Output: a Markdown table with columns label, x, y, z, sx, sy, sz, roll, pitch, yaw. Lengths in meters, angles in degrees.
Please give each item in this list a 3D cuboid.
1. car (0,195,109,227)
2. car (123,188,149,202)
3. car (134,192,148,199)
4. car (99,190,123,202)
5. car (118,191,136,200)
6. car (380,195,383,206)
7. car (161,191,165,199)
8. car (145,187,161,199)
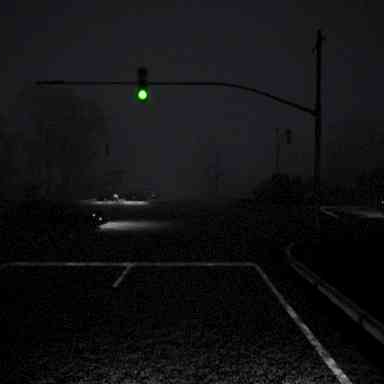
| label | x | y | z | sx | sy | sz | roll | pitch | yaw |
| --- | --- | --- | --- | --- | --- | --- | --- | --- | --- |
| car | -7.633 | 1.067 | 18.190 | 5.357 | 1.411 | 2.033 | 0 | 2 | 3 |
| car | -6.942 | 0.465 | 41.732 | 1.994 | 1.385 | 4.181 | 0 | 0 | 0 |
| car | -10.248 | 0.754 | 67.302 | 2.033 | 1.411 | 5.357 | 0 | -1 | 0 |
| car | -10.468 | 0.447 | 41.940 | 2.033 | 1.411 | 5.357 | 0 | 0 | -4 |
| car | -10.385 | 0.549 | 53.320 | 1.895 | 1.301 | 4.718 | 0 | -1 | 0 |
| car | 17.523 | 0.413 | 25.235 | 5.566 | 2.045 | 2.150 | -1 | 2 | 14 |
| car | -6.745 | 0.573 | 67.935 | 2.097 | 1.767 | 4.553 | 0 | -1 | 0 |
| car | -6.881 | 0.188 | 54.271 | 2.150 | 2.045 | 5.566 | 0 | -1 | 0 |
